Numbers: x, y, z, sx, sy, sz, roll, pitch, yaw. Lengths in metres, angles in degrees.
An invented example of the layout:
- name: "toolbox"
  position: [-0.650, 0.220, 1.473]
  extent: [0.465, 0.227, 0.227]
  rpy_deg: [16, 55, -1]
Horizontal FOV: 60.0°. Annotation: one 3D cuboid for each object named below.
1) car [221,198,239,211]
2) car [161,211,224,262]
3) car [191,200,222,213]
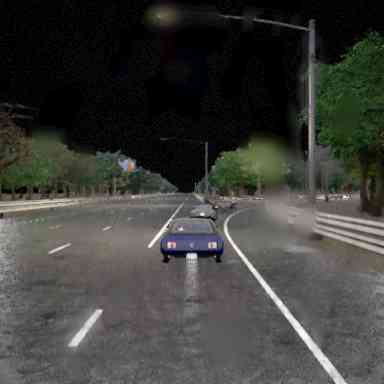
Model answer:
- name: "car"
  position: [4.366, 1.473, 40.068]
  extent: [2.128, 1.511, 4.902]
  rpy_deg: [0, 0, 18]
- name: "car"
  position: [0.020, 1.593, 11.999]
  extent: [1.895, 1.301, 4.718]
  rpy_deg: [0, 0, 0]
- name: "car"
  position: [1.025, 1.550, 25.845]
  extent: [1.994, 1.385, 4.181]
  rpy_deg: [0, 0, 8]
